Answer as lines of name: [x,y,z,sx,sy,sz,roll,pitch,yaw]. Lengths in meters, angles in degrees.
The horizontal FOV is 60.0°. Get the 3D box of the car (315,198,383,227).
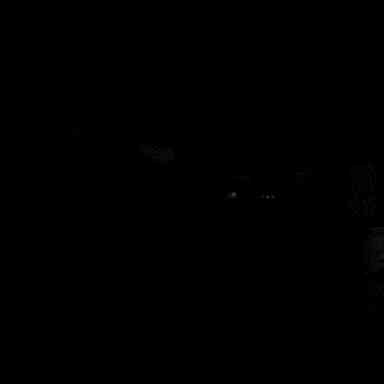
car: [11.454,1.457,24.400,2.150,2.045,5.566,3,-2,-35]

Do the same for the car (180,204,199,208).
car: [0.026,2.010,40.336,2.033,1.411,5.357,3,-2,-37]
